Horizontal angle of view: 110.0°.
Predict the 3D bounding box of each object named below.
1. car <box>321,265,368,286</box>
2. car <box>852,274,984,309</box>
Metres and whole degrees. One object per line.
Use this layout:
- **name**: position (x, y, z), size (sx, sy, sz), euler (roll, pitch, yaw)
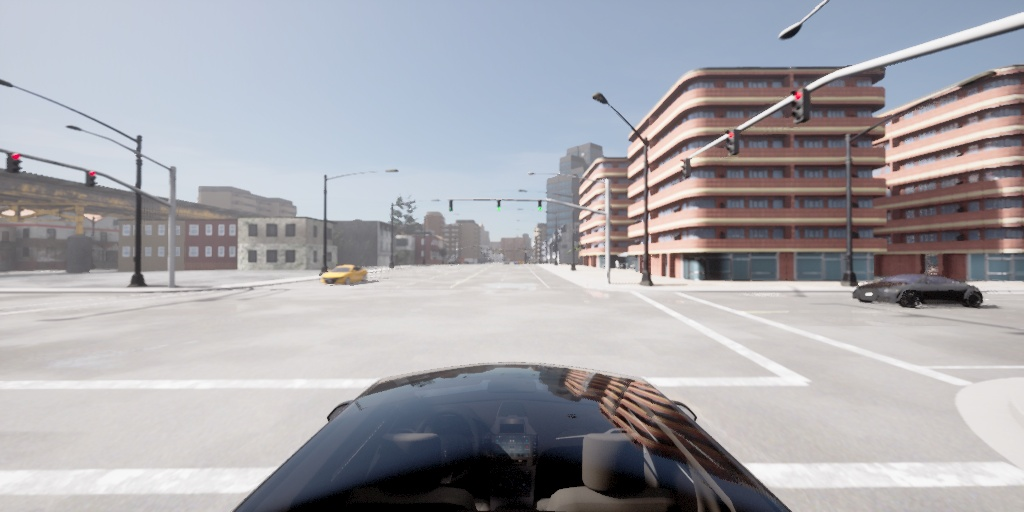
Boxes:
- **car**: position (-13.154, 1.490, 28.434), size (1.882, 1.535, 5.008), euler (0, 1, 0)
- **car**: position (17.482, 1.473, 15.585), size (4.181, 1.385, 1.994), euler (0, -1, -1)
